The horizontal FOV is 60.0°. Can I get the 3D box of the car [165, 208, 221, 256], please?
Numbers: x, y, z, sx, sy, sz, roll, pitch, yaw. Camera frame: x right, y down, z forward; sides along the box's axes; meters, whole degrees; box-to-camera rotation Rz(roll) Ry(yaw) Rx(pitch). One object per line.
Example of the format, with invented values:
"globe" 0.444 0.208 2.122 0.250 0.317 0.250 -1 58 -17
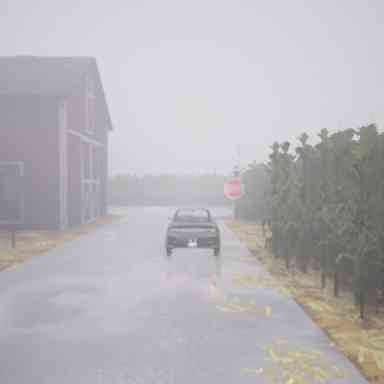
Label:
"car" 0.044 1.360 12.606 2.128 1.511 4.902 0 1 1
